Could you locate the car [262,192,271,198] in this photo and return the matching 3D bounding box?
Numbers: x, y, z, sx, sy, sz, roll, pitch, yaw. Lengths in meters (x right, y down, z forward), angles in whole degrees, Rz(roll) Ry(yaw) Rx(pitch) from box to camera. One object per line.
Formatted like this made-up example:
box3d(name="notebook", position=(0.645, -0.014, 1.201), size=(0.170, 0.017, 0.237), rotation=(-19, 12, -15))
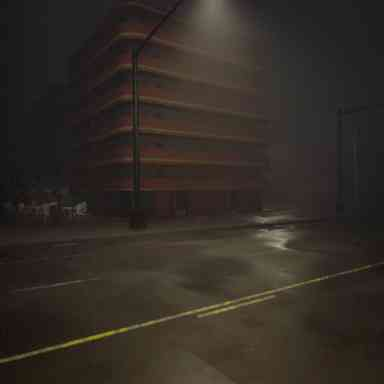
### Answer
box3d(name="car", position=(18.469, 0.814, 85.983), size=(3.806, 1.475, 1.970), rotation=(-1, 1, -35))
